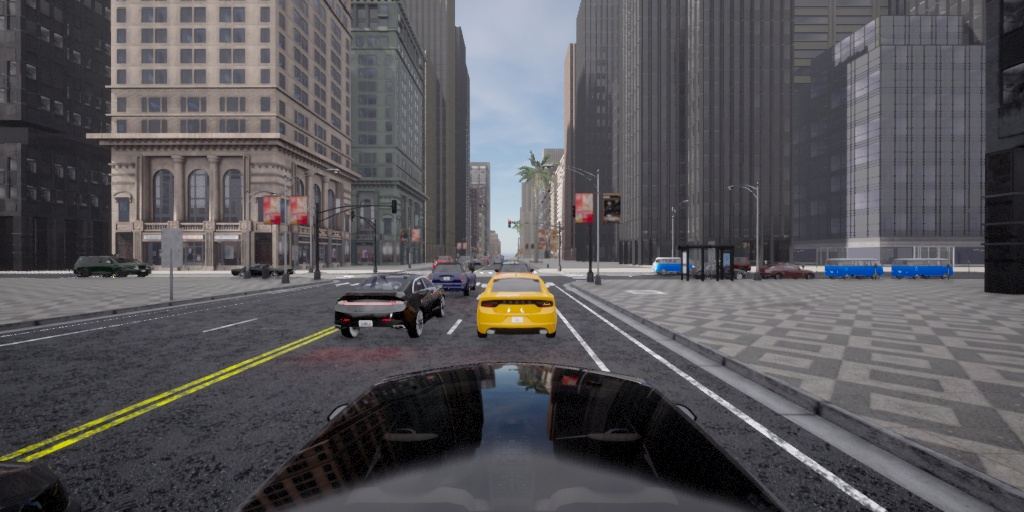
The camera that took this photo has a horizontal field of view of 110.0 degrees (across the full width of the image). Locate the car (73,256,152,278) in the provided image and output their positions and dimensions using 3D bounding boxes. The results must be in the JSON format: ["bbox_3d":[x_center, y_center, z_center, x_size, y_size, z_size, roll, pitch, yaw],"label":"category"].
[{"bbox_3d":[-36.371,1.010,32.697,5.566,2.045,2.150,0,0,0],"label":"car"}]

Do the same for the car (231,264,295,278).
[{"bbox_3d":[-22.548,1.375,32.610,4.718,1.301,1.895,0,0,0],"label":"car"}]

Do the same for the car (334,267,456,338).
[{"bbox_3d":[-3.140,1.241,10.151,2.128,1.511,4.902,0,0,0],"label":"car"}]

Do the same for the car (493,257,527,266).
[{"bbox_3d":[0.123,1.102,19.315,2.097,1.767,4.553,0,0,0],"label":"car"}]

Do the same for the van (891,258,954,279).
[{"bbox_3d":[34.139,1.080,29.845,3.998,1.789,1.690,0,0,0],"label":"van"}]

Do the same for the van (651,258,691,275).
[{"bbox_3d":[17.114,1.065,38.386,3.998,1.789,1.690,0,0,0],"label":"van"}]

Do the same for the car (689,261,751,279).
[{"bbox_3d":[17.107,1.299,29.861,4.403,1.370,2.007,0,0,0],"label":"car"}]

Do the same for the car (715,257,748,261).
[{"bbox_3d":[22.791,1.035,38.381,5.009,1.841,2.192,0,0,0],"label":"car"}]

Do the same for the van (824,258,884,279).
[{"bbox_3d":[28.462,1.082,29.850,3.998,1.789,1.690,0,0,0],"label":"van"}]

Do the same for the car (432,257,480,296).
[{"bbox_3d":[-3.127,1.102,19.290,2.097,1.767,4.553,0,0,0],"label":"car"}]

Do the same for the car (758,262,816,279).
[{"bbox_3d":[22.785,1.326,29.856,4.207,1.307,1.802,0,0,0],"label":"car"}]

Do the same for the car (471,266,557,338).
[{"bbox_3d":[0.109,1.227,10.241,1.882,1.535,5.008,0,0,0],"label":"car"}]
